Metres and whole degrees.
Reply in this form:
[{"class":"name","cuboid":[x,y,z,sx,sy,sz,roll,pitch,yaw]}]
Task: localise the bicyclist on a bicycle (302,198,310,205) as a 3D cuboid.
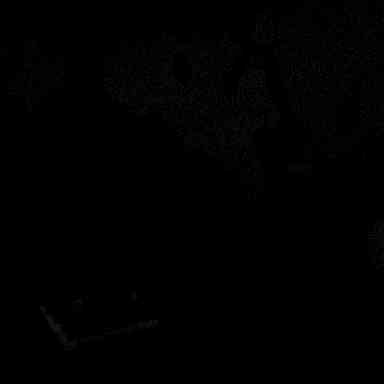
[{"class":"bicyclist on a bicycle","cuboid":[10.953,1.376,32.046,1.656,1.620,0.582,-1,0,-35]}]
